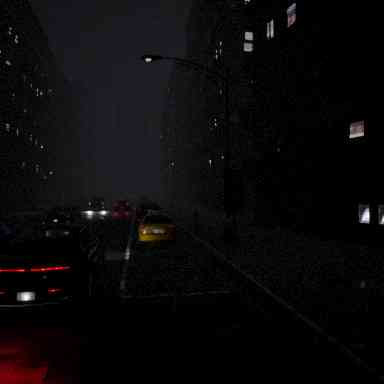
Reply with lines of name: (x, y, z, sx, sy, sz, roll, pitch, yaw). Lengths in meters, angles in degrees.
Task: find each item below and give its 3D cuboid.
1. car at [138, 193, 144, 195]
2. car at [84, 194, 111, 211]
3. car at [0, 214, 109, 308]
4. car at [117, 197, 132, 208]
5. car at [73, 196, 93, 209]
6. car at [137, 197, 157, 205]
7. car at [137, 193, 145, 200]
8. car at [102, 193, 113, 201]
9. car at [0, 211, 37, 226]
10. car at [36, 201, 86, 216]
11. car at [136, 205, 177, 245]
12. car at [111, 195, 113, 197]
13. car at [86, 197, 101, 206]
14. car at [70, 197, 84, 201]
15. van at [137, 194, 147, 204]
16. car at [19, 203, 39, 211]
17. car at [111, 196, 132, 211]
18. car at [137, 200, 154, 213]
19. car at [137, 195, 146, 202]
car: (-8.809, 1.448, 59.045, 1.967, 1.590, 4.097, 1, 0, -9)
car: (-11.772, 1.369, 41.803, 2.097, 1.767, 4.553, 0, 0, -9)
car: (-3.189, 1.509, 7.994, 1.837, 1.490, 4.892, 0, 0, -9)
car: (-10.102, 1.561, 50.333, 2.033, 1.411, 5.357, 0, 0, -9)
car: (-15.280, 1.463, 46.703, 1.967, 1.590, 4.097, 1, 0, -9)
car: (-3.436, 1.448, 26.238, 1.967, 1.590, 4.097, 1, 0, -9)
car: (-14.181, 1.312, 91.852, 2.192, 1.841, 5.009, 1, 0, -9)
car: (-21.547, 1.329, 84.978, 2.192, 1.841, 5.009, 1, 0, -9)
car: (-6.679, 1.559, 10.127, 2.033, 1.411, 5.357, 0, 0, -9)
car: (-8.680, 1.579, 22.371, 1.994, 1.385, 4.181, 0, 0, -9)
car: (-1.674, 1.530, 15.470, 1.752, 1.417, 4.829, 1, 0, -9)
car: (-20.656, 1.567, 79.509, 2.008, 1.369, 4.403, 1, 0, -9)
car: (-17.073, 1.566, 57.639, 1.887, 1.381, 4.507, 1, 0, -9)
car: (-14.386, 1.569, 41.235, 1.887, 1.381, 4.507, 1, 0, -9)
van: (-9.703, 1.348, 64.512, 1.690, 1.788, 3.998, 1, 0, -9)
car: (-11.672, 1.547, 24.664, 1.752, 1.417, 4.829, 1, 0, -9)
car: (-8.399, 1.540, 40.160, 1.812, 1.442, 4.674, 0, 0, -9)
car: (-5.229, 1.592, 37.173, 1.802, 1.307, 4.206, 1, 0, -9)
car: (-11.497, 1.444, 75.449, 1.967, 1.590, 4.097, 1, 0, -9)
